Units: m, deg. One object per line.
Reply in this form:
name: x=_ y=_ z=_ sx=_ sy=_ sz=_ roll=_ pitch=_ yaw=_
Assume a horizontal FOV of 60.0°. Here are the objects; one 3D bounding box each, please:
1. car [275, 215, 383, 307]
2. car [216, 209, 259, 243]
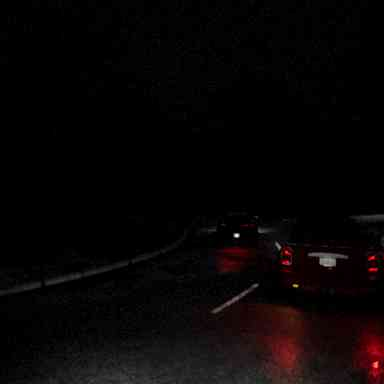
car: x=3.446 y=1.389 z=8.444 sx=2.097 sy=1.767 sz=4.553 roll=0 pitch=0 yaw=22
car: x=2.254 y=1.596 z=16.715 sx=1.837 sy=1.490 sz=4.892 roll=1 pitch=0 yaw=8
